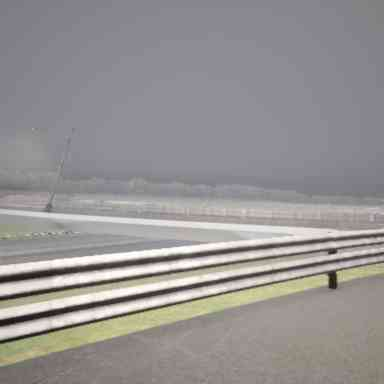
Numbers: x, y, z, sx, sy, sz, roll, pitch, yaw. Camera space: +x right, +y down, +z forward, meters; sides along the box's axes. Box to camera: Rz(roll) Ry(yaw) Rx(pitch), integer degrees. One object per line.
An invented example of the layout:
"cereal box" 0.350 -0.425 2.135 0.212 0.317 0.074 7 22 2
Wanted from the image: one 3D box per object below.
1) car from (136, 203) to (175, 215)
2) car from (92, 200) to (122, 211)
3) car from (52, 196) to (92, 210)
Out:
"car" -4.007 1.937 36.356 4.181 1.385 1.994 1 -1 20
"car" -12.656 1.895 48.167 5.357 1.411 2.033 1 -1 29
"car" -15.293 1.343 41.625 4.553 1.767 2.097 1 -1 29
